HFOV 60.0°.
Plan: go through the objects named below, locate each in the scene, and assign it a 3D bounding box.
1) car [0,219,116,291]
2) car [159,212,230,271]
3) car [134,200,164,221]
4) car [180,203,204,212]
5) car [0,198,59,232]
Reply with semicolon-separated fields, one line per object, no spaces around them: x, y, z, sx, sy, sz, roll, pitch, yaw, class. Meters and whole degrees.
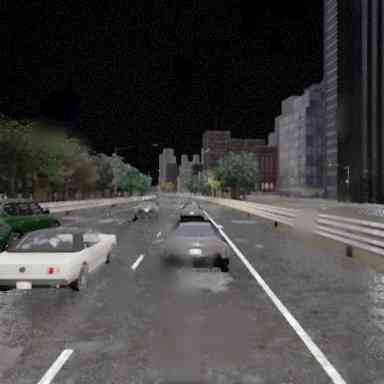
-3.406;1.618;8.966;1.895;1.301;4.718;0;0;0;car
0.089;1.586;11.003;1.994;1.385;4.181;0;0;0;car
-3.518;1.435;27.752;2.097;1.767;4.553;0;0;-1;car
-0.027;1.651;28.505;1.994;1.385;4.181;0;0;-1;car
-6.931;1.249;12.628;2.150;2.045;5.566;0;0;-1;car
